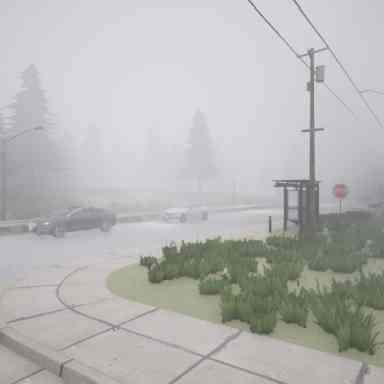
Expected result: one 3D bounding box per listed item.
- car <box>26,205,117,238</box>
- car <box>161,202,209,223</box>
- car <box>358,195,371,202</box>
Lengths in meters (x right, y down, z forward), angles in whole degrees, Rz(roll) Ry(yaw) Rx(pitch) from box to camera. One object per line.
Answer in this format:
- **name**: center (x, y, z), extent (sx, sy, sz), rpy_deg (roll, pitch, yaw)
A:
- **car**: center (-6.271, 1.492, 17.850), extent (2.128, 1.511, 4.902), rpy_deg (0, 0, 36)
- **car**: center (-0.424, 1.527, 25.921), extent (1.812, 1.442, 4.674), rpy_deg (0, 0, 36)
- **car**: center (38.197, 1.356, 73.578), extent (2.097, 1.767, 4.553), rpy_deg (0, 0, 36)
